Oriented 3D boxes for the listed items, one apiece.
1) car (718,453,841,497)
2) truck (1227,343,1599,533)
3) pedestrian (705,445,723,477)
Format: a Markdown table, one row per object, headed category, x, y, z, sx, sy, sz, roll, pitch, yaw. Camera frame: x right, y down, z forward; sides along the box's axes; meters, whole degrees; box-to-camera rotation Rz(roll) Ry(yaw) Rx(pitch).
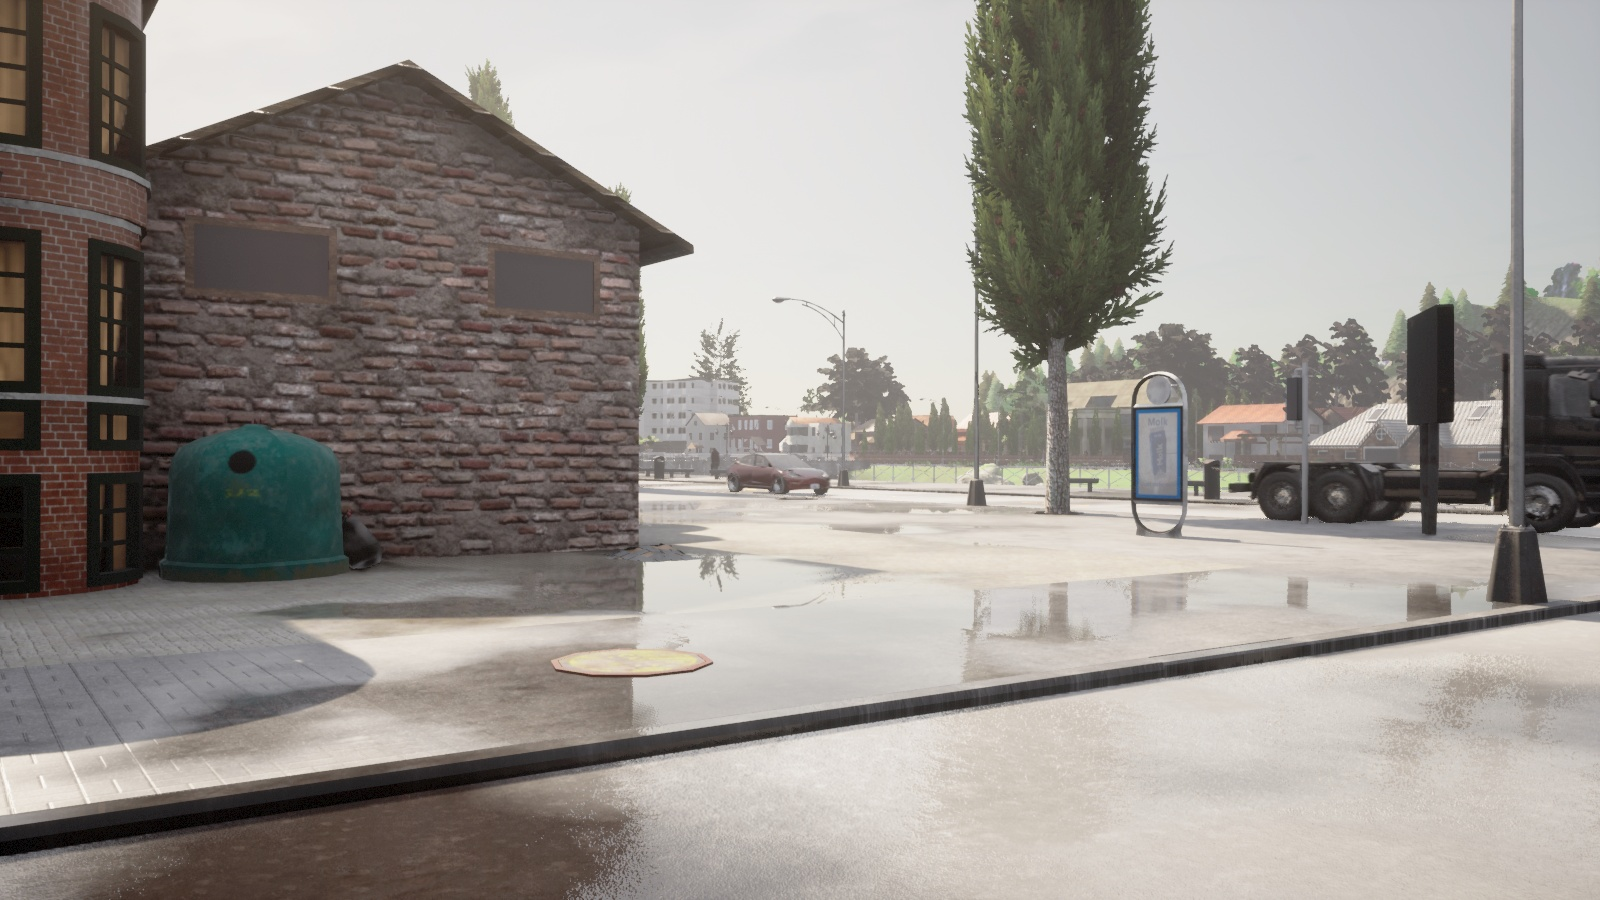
| category | x | y | z | sx | sy | sz | roll | pitch | yaw |
| --- | --- | --- | --- | --- | --- | --- | --- | --- | --- |
| car | -0.820 | 0.858 | 45.547 | 2.163 | 1.488 | 4.792 | 0 | 0 | -35 |
| truck | 13.340 | -0.201 | 26.232 | 2.891 | 3.462 | 7.936 | 0 | 0 | -44 |
| pedestrian | -4.985 | 0.643 | 72.717 | 0.634 | 1.844 | 0.899 | 0 | 0 | -35 |
